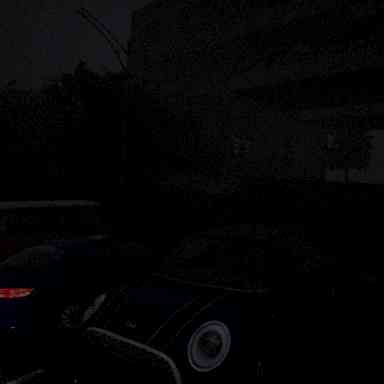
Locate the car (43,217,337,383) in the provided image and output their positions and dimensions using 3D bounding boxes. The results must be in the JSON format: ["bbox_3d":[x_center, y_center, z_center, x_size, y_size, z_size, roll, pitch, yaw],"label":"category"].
[{"bbox_3d":[0.595,1.336,4.894,2.185,1.767,4.553,1,0,36],"label":"car"}]

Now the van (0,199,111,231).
[{"bbox_3d":[-3.903,1.191,8.206,1.878,1.987,4.442,1,0,35],"label":"van"}]

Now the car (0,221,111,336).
[{"bbox_3d":[-1.699,1.480,6.489,2.002,1.452,4.674,1,0,35],"label":"car"}]
